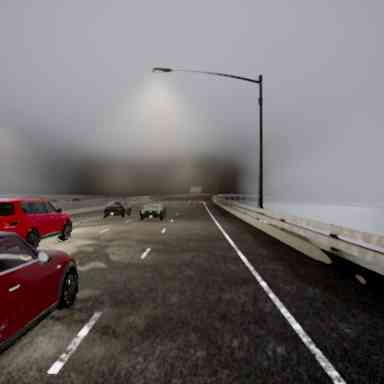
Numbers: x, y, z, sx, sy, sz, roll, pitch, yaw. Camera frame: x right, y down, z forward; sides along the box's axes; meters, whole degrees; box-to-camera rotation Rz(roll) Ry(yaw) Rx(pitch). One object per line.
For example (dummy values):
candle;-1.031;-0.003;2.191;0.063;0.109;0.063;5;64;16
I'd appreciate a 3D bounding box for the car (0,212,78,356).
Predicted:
car;-3.395;1.366;5.050;2.097;1.767;4.553;0;0;0

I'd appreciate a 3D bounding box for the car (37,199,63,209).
car;-20.645;1.691;48.610;1.994;1.385;4.181;0;0;1

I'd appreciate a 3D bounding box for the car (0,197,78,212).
car;-6.865;1.259;13.686;2.150;2.045;5.566;0;0;0

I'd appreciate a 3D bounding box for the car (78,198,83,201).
car;-17.146;1.633;48.695;1.837;1.490;4.892;0;0;1

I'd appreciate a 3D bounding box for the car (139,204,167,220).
car;-3.254;1.677;28.708;1.895;1.301;4.718;0;0;1

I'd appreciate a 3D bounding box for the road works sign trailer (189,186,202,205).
road works sign trailer;0.710;0.623;63.356;2.380;3.560;2.880;0;0;1

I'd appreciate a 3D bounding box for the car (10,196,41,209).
car;-24.147;1.479;48.379;2.097;1.767;4.553;0;0;1

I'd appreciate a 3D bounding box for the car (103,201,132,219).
car;-6.733;1.586;30.564;1.837;1.490;4.892;0;0;1
